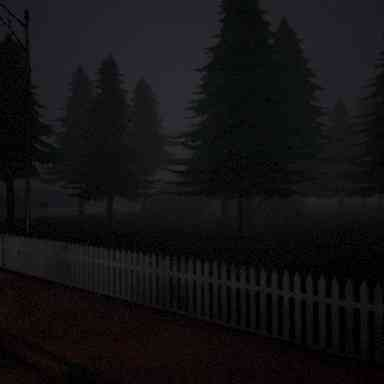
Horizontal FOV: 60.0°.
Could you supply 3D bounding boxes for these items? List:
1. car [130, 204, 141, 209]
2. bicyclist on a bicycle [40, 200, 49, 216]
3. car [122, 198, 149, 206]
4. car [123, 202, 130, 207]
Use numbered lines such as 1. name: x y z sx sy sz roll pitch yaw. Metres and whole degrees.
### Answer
1. car: -6.627 1.893 52.046 2.033 1.411 5.357 -1 0 34
2. bicyclist on a bicycle: -14.719 1.605 33.158 1.656 1.620 0.582 -1 0 34
3. car: -10.837 1.997 64.593 2.033 1.411 5.357 -1 0 34
4. car: -8.543 1.857 55.433 1.882 1.535 5.008 -1 0 35
